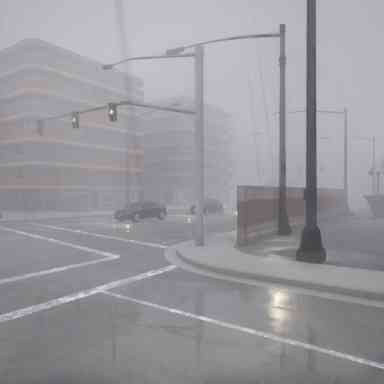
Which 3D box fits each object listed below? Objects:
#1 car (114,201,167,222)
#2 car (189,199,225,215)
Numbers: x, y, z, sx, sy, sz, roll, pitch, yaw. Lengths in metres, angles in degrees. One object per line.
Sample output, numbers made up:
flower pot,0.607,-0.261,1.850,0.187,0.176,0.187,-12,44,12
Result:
car,-3.961,1.505,26.320,1.837,1.490,4.892,0,0,35
car,1.627,1.505,34.444,1.837,1.490,4.892,0,0,35
